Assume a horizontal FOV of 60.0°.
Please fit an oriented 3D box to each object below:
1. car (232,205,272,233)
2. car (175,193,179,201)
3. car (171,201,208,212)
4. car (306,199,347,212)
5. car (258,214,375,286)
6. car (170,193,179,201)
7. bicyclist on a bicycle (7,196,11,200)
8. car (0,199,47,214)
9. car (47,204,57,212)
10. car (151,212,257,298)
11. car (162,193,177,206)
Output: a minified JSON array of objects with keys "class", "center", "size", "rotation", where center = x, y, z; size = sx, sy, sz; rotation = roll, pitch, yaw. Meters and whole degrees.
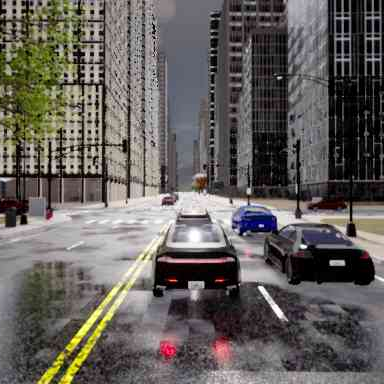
[{"class":"car","center":[3.330,1.475,18.469],"size":[1.882,1.535,5.008],"rotation":[0,0,0]},{"class":"car","center":[-4.129,1.501,69.303],"size":[2.033,1.411,5.357],"rotation":[0,0,-1]},{"class":"car","center":[0.080,1.489,17.949],"size":[2.128,1.511,4.902],"rotation":[0,0,0]},{"class":"car","center":[16.133,1.611,40.022],"size":[4.674,1.442,1.812],"rotation":[0,-1,1]},{"class":"car","center":[3.325,1.564,9.475],"size":[1.994,1.385,4.181],"rotation":[0,0,2]},{"class":"car","center":[-4.388,1.159,83.570],"size":[2.150,2.045,5.566],"rotation":[0,0,-1]},{"class":"bicyclist on a bicycle","center":[-25.207,1.390,45.869],"size":[0.582,1.620,1.656],"rotation":[0,-1,2]},{"class":"car","center":[-16.693,1.427,31.505],"size":[4.674,1.442,1.812],"rotation":[0,-1,2]},{"class":"car","center":[-16.581,1.473,34.753],"size":[4.674,1.442,1.812],"rotation":[0,-1,2]},{"class":"car","center":[0.090,1.491,8.532],"size":[2.128,1.511,4.902],"rotation":[0,0,0]},{"class":"car","center":[-3.945,1.448,54.750],"size":[1.882,1.535,5.008],"rotation":[0,0,-1]}]
